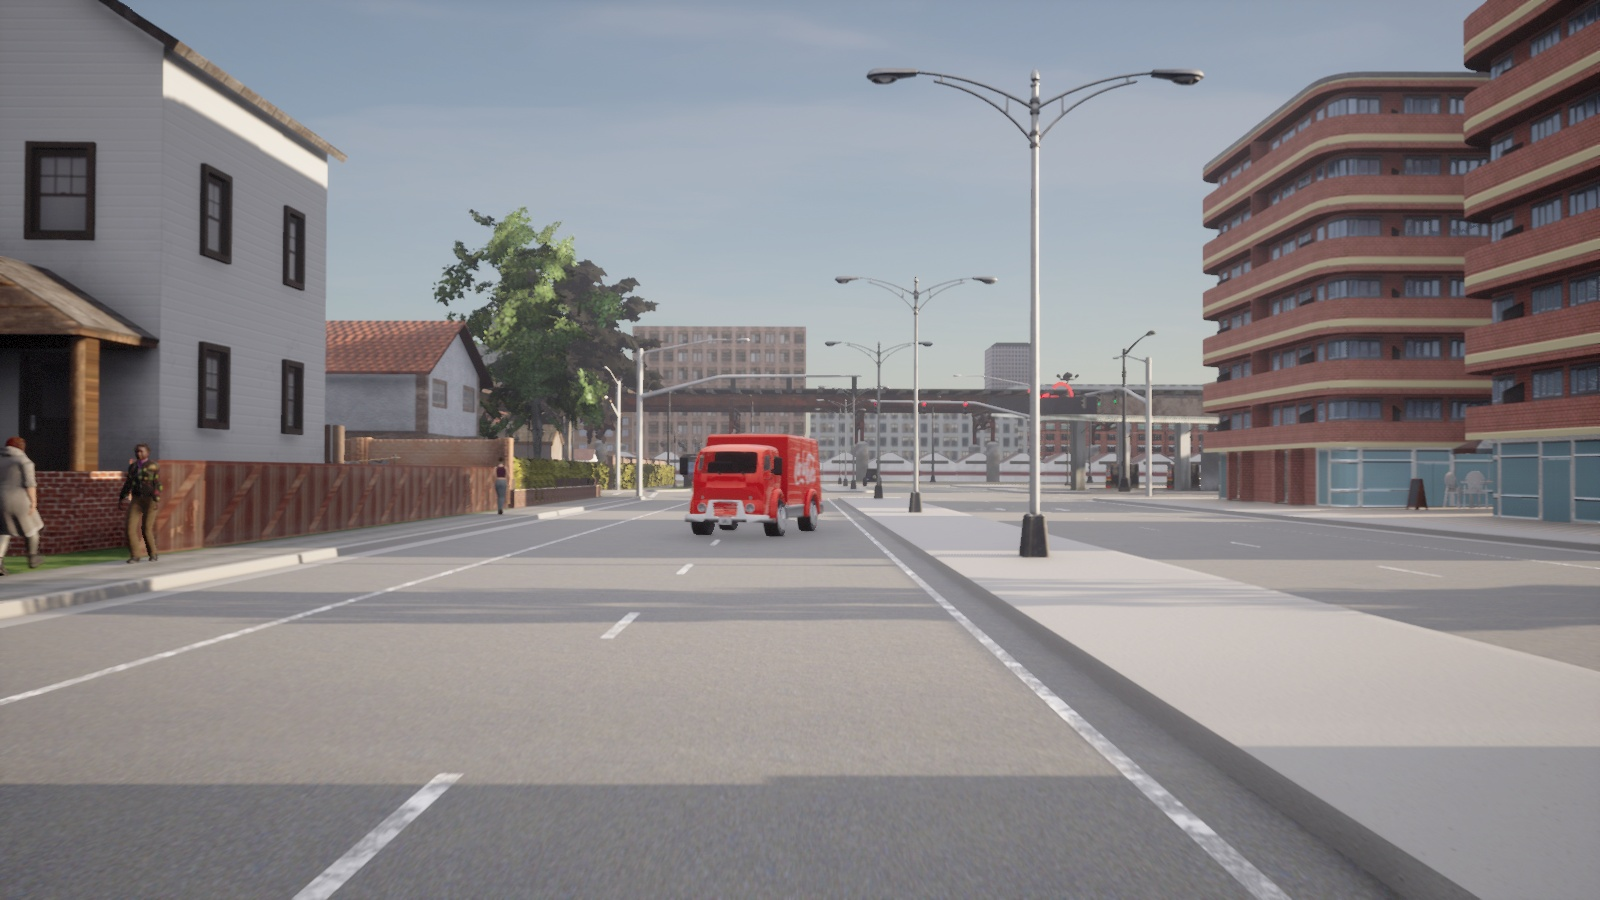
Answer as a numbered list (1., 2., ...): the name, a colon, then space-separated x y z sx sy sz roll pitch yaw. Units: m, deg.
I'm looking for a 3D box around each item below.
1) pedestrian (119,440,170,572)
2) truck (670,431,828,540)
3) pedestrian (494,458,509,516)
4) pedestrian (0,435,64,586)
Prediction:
1. pedestrian: -9.736 0.822 18.666 0.395 1.930 0.692 0 -1 -2
2. truck: -1.133 0.862 31.425 2.627 2.467 5.204 0 -1 13
3. pedestrian: -9.475 1.180 39.910 0.345 1.836 0.594 0 -1 0
4. pedestrian: -10.389 0.793 16.718 0.659 1.952 0.873 0 -1 1
